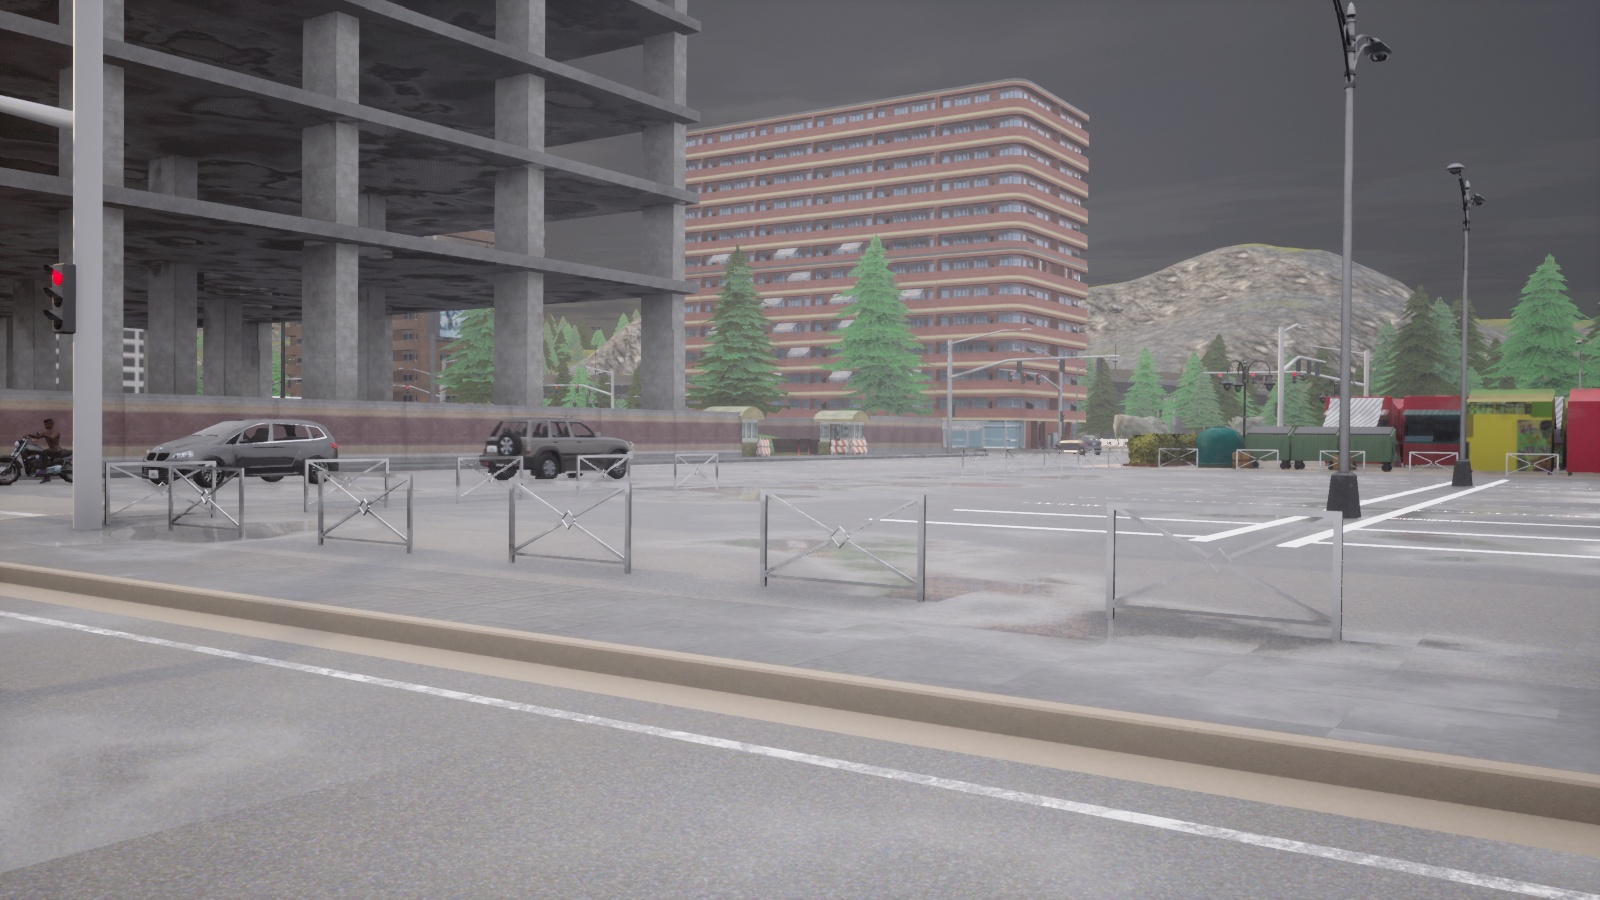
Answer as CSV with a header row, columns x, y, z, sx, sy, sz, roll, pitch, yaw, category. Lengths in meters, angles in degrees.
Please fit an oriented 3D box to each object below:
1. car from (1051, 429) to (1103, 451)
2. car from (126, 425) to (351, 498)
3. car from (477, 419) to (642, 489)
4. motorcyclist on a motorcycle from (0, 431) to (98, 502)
x,y,z,sx,sy,sz,roll,pitch,yaw,category
20.488,-0.768,93.024,1.789,1.549,3.705,-1,1,-29,car
-13.865,0.219,31.270,2.242,1.667,4.611,0,1,33,car
-6.746,0.066,35.715,1.932,1.855,4.605,0,1,33,car
-18.503,0.376,30.585,0.766,1.649,2.350,0,1,33,motorcyclist on a motorcycle
